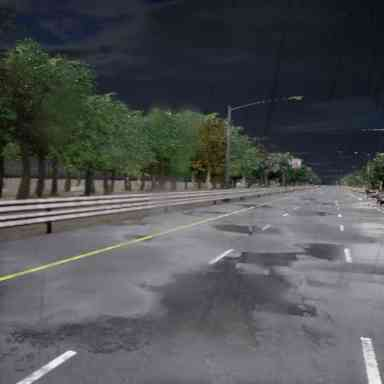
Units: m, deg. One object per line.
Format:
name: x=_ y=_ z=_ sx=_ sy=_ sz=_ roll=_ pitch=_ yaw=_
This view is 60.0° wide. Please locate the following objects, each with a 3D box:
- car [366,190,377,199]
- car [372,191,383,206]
car: x=30.309 y=0.427 z=55.687 sx=2.128 sy=1.511 sz=4.902 roll=2 pitch=2 yaw=28
car: x=22.528 y=0.904 z=38.484 sx=1.895 sy=1.301 sz=4.718 roll=2 pitch=2 yaw=23
